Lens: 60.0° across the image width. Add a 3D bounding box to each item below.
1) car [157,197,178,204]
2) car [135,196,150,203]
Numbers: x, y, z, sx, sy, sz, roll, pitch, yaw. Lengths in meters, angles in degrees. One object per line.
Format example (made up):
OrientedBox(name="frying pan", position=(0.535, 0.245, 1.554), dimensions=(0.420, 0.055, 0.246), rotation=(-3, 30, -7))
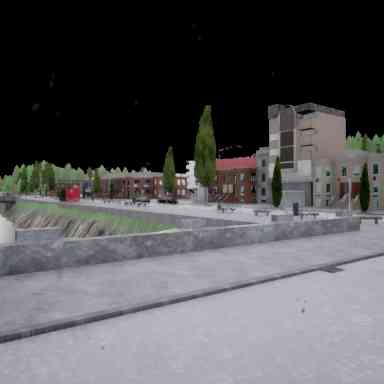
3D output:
OrientedBox(name="car", position=(-4.574, 1.600, 60.735), dimensions=(1.895, 1.301, 4.718), rotation=(0, 0, -35))
OrientedBox(name="car", position=(-10.377, 1.561, 68.869), dimensions=(1.994, 1.385, 4.181), rotation=(0, 0, -35))
